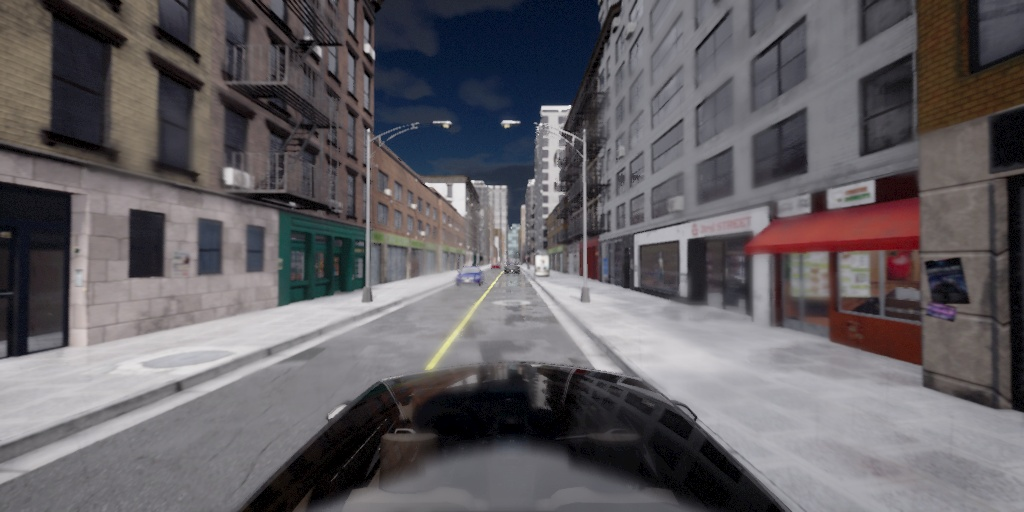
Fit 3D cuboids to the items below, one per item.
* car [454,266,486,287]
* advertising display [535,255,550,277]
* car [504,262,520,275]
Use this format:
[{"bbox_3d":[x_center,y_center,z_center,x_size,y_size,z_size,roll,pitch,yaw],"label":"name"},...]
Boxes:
[{"bbox_3d":[-3.097,1.495,27.319,1.812,1.442,4.674,0,-1,0],"label":"car"},{"bbox_3d":[3.139,1.087,37.136,1.540,2.440,0.280,0,0,0],"label":"advertising display"},{"bbox_3d":[0.007,1.584,45.516,2.128,1.511,4.902,0,-1,0],"label":"car"}]
